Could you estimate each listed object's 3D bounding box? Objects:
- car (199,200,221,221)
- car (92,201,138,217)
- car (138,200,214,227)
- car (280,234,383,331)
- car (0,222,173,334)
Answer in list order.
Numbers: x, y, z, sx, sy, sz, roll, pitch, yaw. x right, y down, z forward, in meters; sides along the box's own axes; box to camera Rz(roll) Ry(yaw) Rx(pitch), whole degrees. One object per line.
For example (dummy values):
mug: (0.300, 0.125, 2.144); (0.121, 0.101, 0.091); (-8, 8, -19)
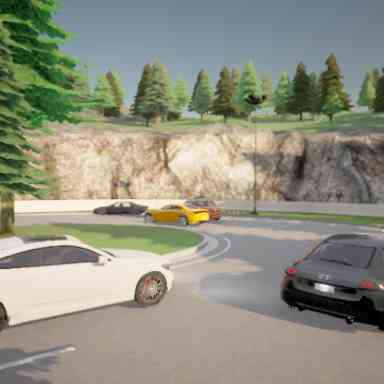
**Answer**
car: (0.011, 1.434, 26.929); (4.553, 1.767, 2.097); (0, 0, 33)
car: (-6.765, 1.611, 32.175); (5.357, 1.411, 2.033); (0, -1, -2)
car: (-1.217, 1.544, 23.700); (5.008, 1.535, 1.882); (0, -1, 36)
car: (3.613, 1.601, 7.051); (1.994, 1.385, 4.181); (0, 0, 44)
car: (-2.565, 1.533, 6.290); (4.674, 1.442, 1.812); (0, 0, -37)
